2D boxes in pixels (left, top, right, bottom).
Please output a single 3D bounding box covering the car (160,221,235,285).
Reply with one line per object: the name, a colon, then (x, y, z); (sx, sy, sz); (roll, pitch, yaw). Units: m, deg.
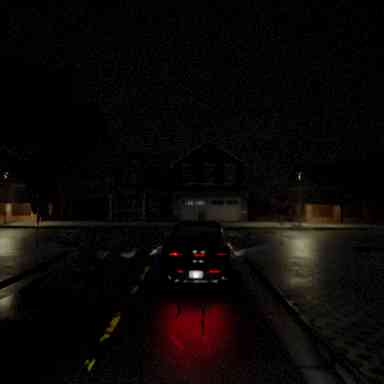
car: (0.203, 1.612, 9.806); (1.837, 1.490, 4.892); (0, -1, 3)
